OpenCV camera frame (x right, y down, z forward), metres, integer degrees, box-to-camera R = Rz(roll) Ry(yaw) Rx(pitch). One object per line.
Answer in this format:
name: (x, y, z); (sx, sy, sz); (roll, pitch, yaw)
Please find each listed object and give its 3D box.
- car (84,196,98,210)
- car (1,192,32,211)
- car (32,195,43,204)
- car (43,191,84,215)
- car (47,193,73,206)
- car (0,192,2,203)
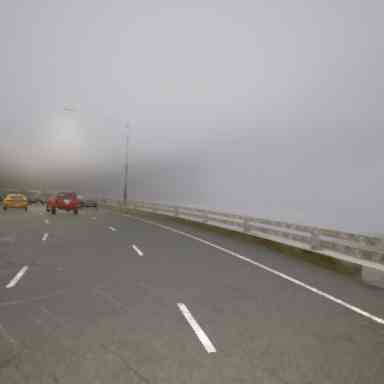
car: (-12.103, 1.191, 37.385); (2.128, 1.511, 4.902); (2, 0, -35)
car: (-16.828, 0.971, 31.722); (1.882, 1.535, 5.008); (2, 0, -31)
car: (-20.272, 1.011, 42.874); (1.895, 1.301, 4.718); (2, 0, -38)
car: (-11.733, 0.906, 30.080); (2.150, 2.045, 5.566); (2, 0, -30)
car: (-18.292, 1.006, 46.016); (1.837, 1.490, 4.892); (2, 0, -41)
car: (-23.785, 0.776, 41.666); (1.837, 1.490, 4.892); (2, 0, -40)
